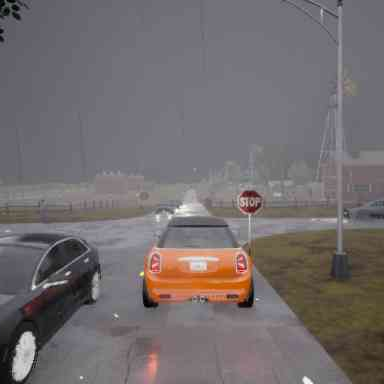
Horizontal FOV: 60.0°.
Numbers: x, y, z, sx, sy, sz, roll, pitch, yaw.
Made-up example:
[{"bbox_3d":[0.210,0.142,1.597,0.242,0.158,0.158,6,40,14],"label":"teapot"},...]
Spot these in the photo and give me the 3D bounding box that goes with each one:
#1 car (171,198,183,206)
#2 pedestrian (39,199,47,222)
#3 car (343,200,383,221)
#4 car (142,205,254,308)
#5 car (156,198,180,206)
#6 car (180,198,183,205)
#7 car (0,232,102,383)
[{"bbox_3d":[-2.669,1.800,60.930,2.033,1.411,5.357,0,-1,0],"label":"car"},{"bbox_3d":[-12.088,1.465,26.978,0.375,1.860,0.375,0,2,0],"label":"pedestrian"},{"bbox_3d":[12.939,1.279,23.774,4.181,1.385,1.994,-1,1,-1],"label":"car"},{"bbox_3d":[0.119,1.354,8.100,2.097,1.767,4.553,0,0,0],"label":"car"},{"bbox_3d":[-2.795,1.613,36.483,2.033,1.411,5.357,0,0,1],"label":"car"},{"bbox_3d":[-2.726,1.686,46.324,1.994,1.385,4.181,0,0,0],"label":"car"},{"bbox_3d":[-2.838,1.504,5.325,1.837,1.490,4.892,0,0,0],"label":"car"}]
